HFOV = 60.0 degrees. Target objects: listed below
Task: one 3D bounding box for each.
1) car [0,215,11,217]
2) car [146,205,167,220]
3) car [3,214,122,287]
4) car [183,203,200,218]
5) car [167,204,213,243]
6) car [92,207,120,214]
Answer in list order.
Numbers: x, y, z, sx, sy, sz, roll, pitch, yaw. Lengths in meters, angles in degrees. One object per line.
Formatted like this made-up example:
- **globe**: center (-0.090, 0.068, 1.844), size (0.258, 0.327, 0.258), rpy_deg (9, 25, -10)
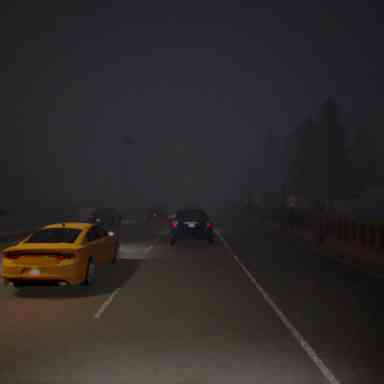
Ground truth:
- **car**: center (-14.162, 1.917, 23.287), size (1.812, 1.442, 4.674), rpy_deg (0, -1, 0)
- **car**: center (-3.558, 2.076, 34.319), size (1.812, 1.442, 4.674), rpy_deg (0, -1, 0)
- **car**: center (-3.492, 1.640, 9.831), size (1.882, 1.535, 5.008), rpy_deg (0, -1, 0)
- **car**: center (-0.067, 2.086, 38.300), size (1.882, 1.535, 5.008), rpy_deg (0, -1, 0)
- **car**: center (-0.024, 1.635, 17.789), size (2.097, 1.767, 4.553), rpy_deg (0, -1, 0)
- **car**: center (-7.045, 1.970, 27.296), size (1.812, 1.442, 4.674), rpy_deg (0, -1, 0)
